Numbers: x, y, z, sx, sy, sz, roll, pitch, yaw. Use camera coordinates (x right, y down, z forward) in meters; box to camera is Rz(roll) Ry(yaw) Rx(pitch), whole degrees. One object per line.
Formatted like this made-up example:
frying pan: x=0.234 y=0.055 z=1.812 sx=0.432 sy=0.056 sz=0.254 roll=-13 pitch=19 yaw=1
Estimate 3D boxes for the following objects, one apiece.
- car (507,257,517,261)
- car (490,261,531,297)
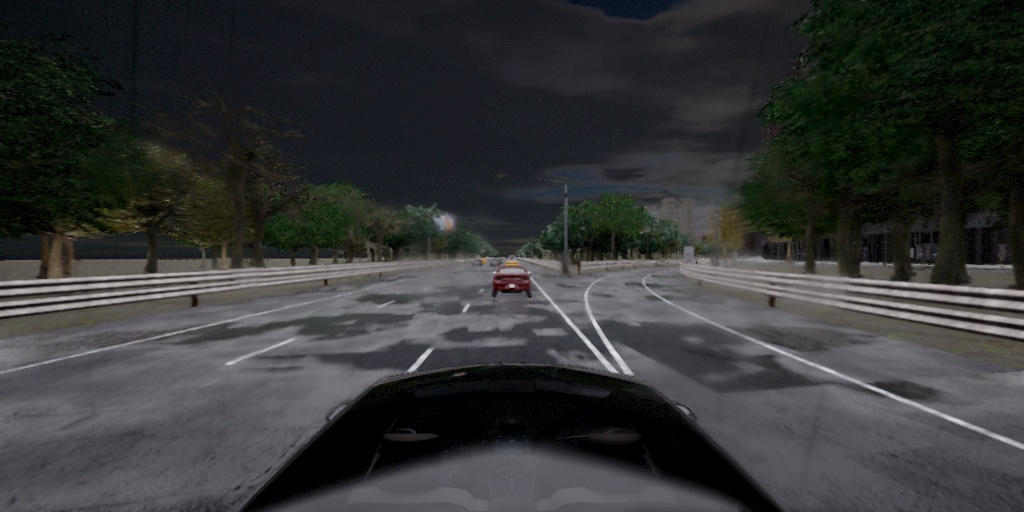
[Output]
car: x=0.001 y=1.293 z=55.319 sx=1.882 sy=1.535 sz=5.008 roll=0 pitch=0 yaw=0
car: x=0.001 y=1.241 z=19.221 sx=1.882 sy=1.535 sz=5.008 roll=0 pitch=0 yaw=0
